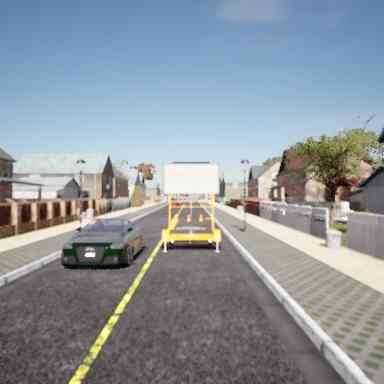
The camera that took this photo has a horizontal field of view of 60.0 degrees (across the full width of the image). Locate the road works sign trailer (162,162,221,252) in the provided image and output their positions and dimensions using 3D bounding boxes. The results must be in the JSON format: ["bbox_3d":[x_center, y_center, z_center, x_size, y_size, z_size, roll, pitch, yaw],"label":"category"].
[{"bbox_3d":[-0.028,0.512,14.113,2.380,3.560,2.880,0,0,0],"label":"road works sign trailer"}]

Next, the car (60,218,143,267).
[{"bbox_3d":[-2.881,1.602,11.415,1.994,1.385,4.181,0,0,0],"label":"car"}]

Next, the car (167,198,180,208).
[{"bbox_3d":[-2.977,1.743,55.011,1.882,1.535,5.008,0,-1,0],"label":"car"}]
